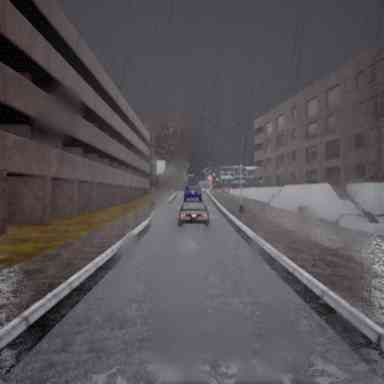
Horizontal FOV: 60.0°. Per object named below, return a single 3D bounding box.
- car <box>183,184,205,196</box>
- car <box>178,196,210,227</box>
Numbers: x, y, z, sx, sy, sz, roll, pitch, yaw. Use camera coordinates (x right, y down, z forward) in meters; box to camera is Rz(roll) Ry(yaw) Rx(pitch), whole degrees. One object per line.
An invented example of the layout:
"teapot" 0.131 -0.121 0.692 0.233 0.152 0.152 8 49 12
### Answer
"car" 0.107 -0.006 41.713 2.150 2.045 5.566 0 3 0
"car" 0.104 1.238 20.291 2.033 1.411 5.357 0 2 0
